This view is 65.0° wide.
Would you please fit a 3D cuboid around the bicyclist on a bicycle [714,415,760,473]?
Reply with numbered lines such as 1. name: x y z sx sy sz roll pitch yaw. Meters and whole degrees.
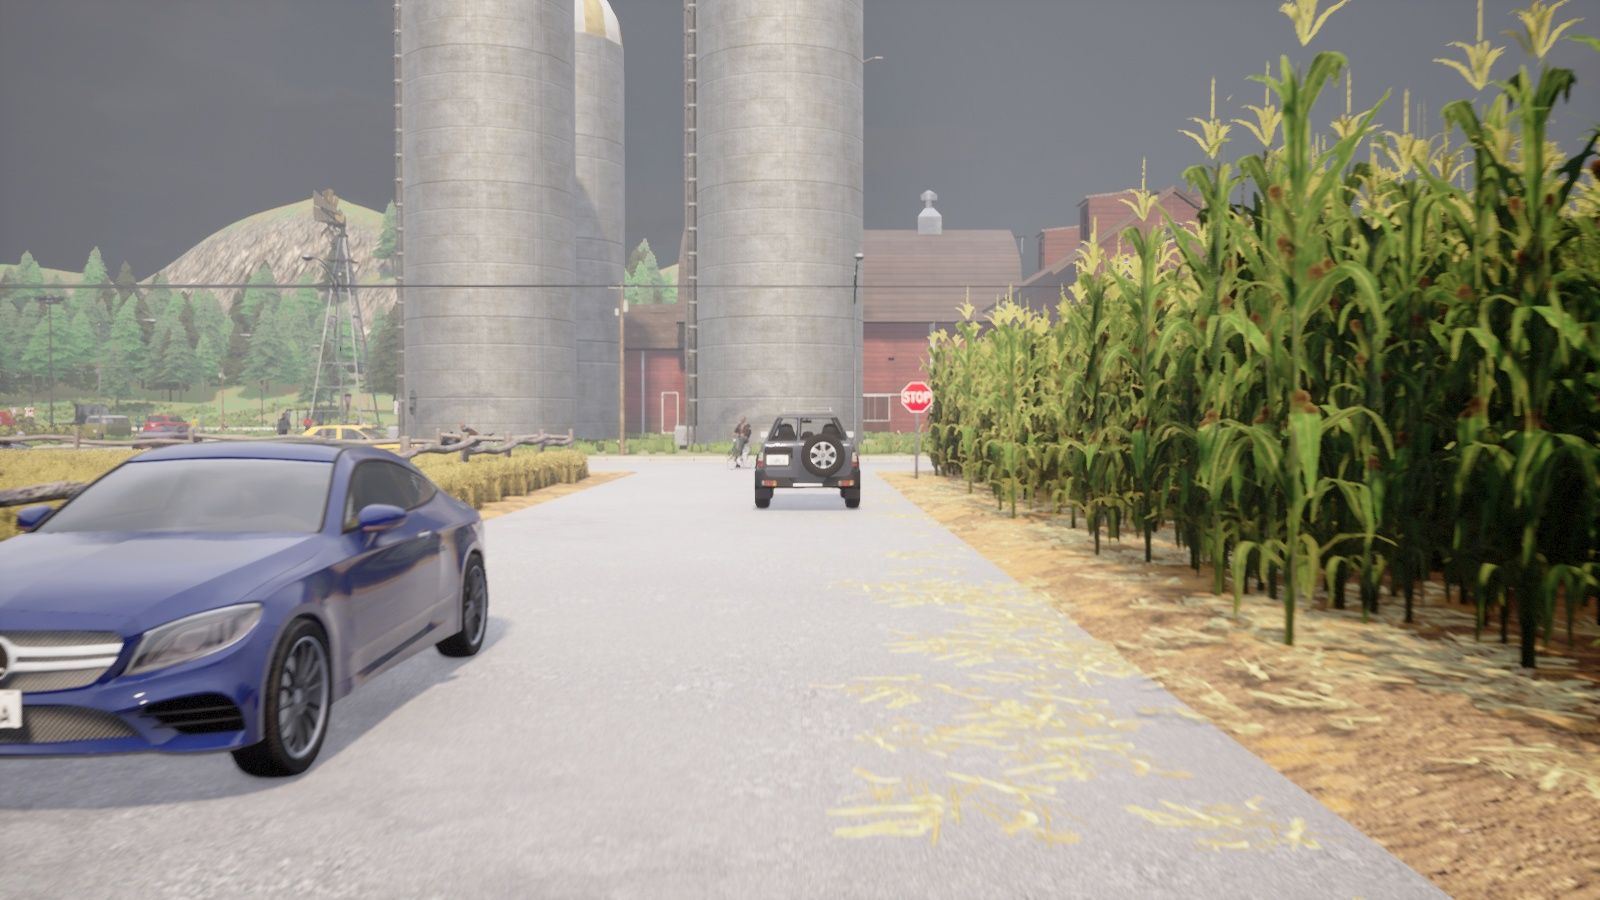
1. bicyclist on a bicycle: -1.986 -0.196 39.928 0.659 1.776 1.843 3 2 24

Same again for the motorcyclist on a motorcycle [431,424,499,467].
1. motorcyclist on a motorcycle: -12.051 -0.161 45.164 2.191 1.530 0.866 0 1 1

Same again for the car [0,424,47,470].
1. car: -28.081 -0.121 41.741 4.792 1.488 2.163 0 1 0

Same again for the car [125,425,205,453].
1. car: -32.232 -0.588 63.902 1.994 1.385 4.181 0 1 -1

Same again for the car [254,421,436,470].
1. car: -15.035 -0.175 41.685 5.366 1.575 1.801 0 1 0

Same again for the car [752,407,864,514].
1. car: 0.139 0.129 24.016 1.932 1.855 4.605 0 1 0

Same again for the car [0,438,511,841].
1. car: -3.049 0.673 6.934 1.812 1.442 4.674 0 1 0

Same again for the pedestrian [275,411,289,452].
1. pedestrian: -24.869 -0.908 60.328 0.423 1.949 0.788 0 1 -9
